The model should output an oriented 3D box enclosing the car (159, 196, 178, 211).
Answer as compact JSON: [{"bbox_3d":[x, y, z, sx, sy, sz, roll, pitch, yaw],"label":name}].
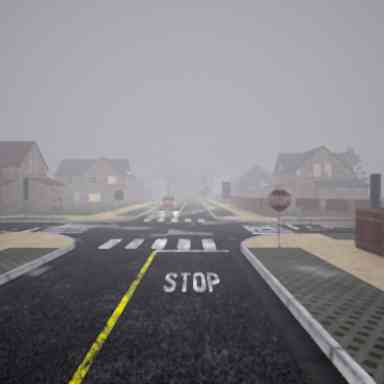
[{"bbox_3d":[-2.743,1.293,40.014,2.097,1.767,4.553,0,0,0],"label":"car"}]
